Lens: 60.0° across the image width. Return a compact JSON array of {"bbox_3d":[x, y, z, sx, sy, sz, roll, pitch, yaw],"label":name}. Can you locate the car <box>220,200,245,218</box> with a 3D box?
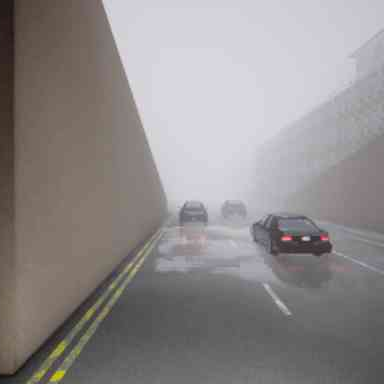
[{"bbox_3d":[3.615,1.454,29.418,1.837,1.490,4.892,0,0,0],"label":"car"}]

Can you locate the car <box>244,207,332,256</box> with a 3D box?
[{"bbox_3d":[3.610,1.525,13.050,2.033,1.411,5.357,0,0,0],"label":"car"}]

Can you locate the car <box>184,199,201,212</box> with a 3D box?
[{"bbox_3d":[0.083,1.533,38.971,1.895,1.301,4.718,0,0,0],"label":"car"}]

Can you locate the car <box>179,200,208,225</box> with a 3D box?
[{"bbox_3d":[0.111,1.451,23.305,2.128,1.511,4.902,0,0,0],"label":"car"}]
